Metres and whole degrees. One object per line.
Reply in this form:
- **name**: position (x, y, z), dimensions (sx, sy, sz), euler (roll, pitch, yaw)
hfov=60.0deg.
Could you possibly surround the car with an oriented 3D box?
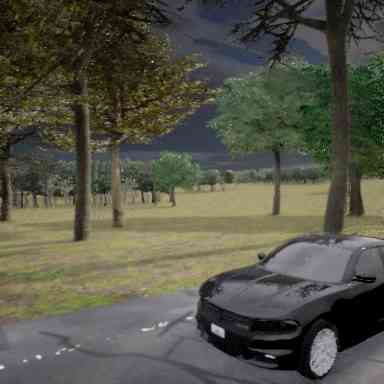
- **car**: position (2.362, 1.498, 5.678), dimensions (5.008, 1.535, 1.882), euler (0, 0, -36)
